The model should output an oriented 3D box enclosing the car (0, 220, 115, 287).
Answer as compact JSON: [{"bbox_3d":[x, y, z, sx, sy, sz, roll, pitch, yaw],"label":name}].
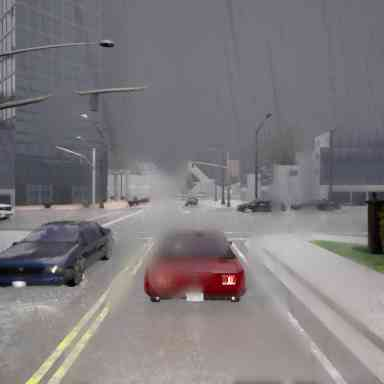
[{"bbox_3d":[-3.633,1.550,9.639,2.033,1.411,5.357,0,0,0],"label":"car"}]

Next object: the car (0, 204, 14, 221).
[{"bbox_3d":[-17.333,1.347,26.605,5.566,2.045,2.150,-1,0,0],"label":"car"}]

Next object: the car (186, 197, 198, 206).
[{"bbox_3d":[-0.026,1.564,54.288,2.033,1.411,5.357,0,0,2],"label":"car"}]

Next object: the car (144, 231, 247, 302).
[{"bbox_3d":[0.072,1.603,8.201,1.895,1.301,4.718,0,0,0],"label":"car"}]

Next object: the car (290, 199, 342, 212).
[{"bbox_3d":[13.925,1.545,37.564,5.357,1.411,2.033,0,0,0],"label":"car"}]

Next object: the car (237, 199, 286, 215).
[{"bbox_3d":[7.040,1.517,33.996,4.892,1.490,1.837,0,0,0],"label":"car"}]
